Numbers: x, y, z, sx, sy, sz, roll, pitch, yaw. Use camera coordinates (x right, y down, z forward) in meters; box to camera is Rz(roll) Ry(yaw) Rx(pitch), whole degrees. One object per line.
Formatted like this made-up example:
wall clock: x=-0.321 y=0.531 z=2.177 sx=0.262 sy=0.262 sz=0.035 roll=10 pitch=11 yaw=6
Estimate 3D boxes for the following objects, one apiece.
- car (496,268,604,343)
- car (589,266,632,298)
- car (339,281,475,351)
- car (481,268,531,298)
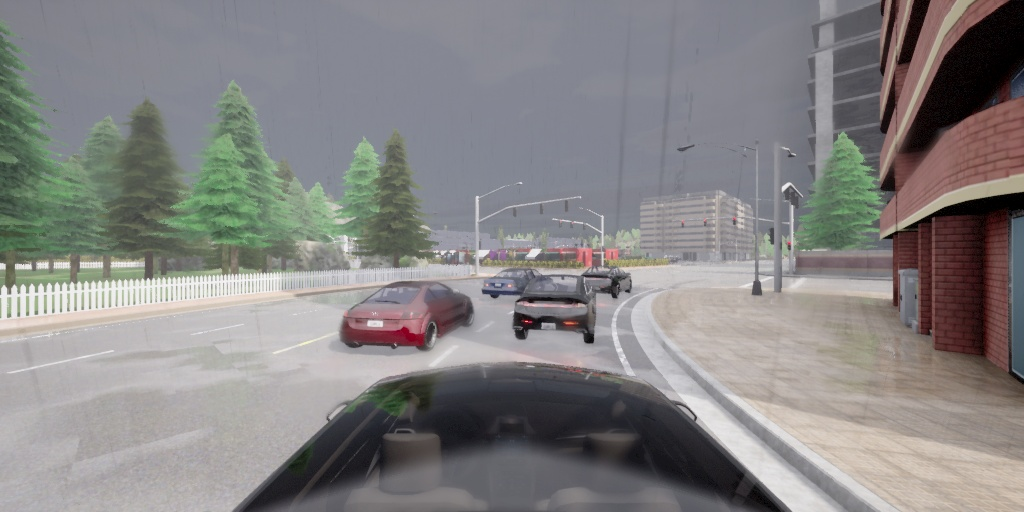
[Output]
car: x=1.344 y=1.242 z=9.777 sx=2.128 sy=1.511 sz=4.902 roll=0 pitch=0 yaw=14
car: x=4.836 y=1.236 z=18.338 sx=2.128 sy=1.511 sz=4.902 roll=1 pitch=1 yaw=29
car: x=-2.365 y=1.314 z=9.105 sx=1.994 sy=1.385 sz=4.181 roll=0 pitch=0 yaw=10
car: x=0.463 y=1.297 z=17.823 sx=2.033 sy=1.411 sz=5.357 roll=0 pitch=0 yaw=25
